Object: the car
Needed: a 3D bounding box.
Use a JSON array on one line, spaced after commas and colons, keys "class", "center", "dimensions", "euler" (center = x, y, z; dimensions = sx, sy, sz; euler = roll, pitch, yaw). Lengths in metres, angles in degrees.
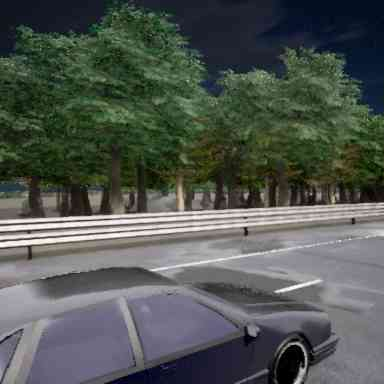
[{"class": "car", "center": [-0.781, 1.554, 3.387], "dimensions": [5.357, 1.411, 2.033], "euler": [0, 0, -35]}]
